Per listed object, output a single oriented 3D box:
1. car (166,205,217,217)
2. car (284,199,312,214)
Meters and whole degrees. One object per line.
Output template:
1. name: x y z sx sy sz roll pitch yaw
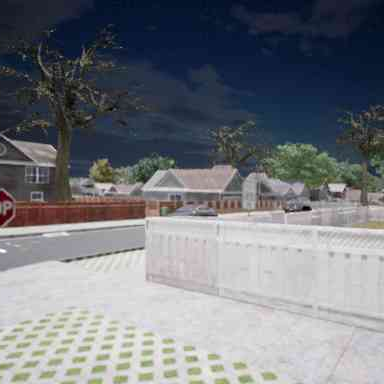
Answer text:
1. car: 0.059 1.710 24.771 2.128 1.511 4.902 2 0 36
2. car: 14.057 1.935 43.881 2.150 2.045 5.566 2 -1 36
